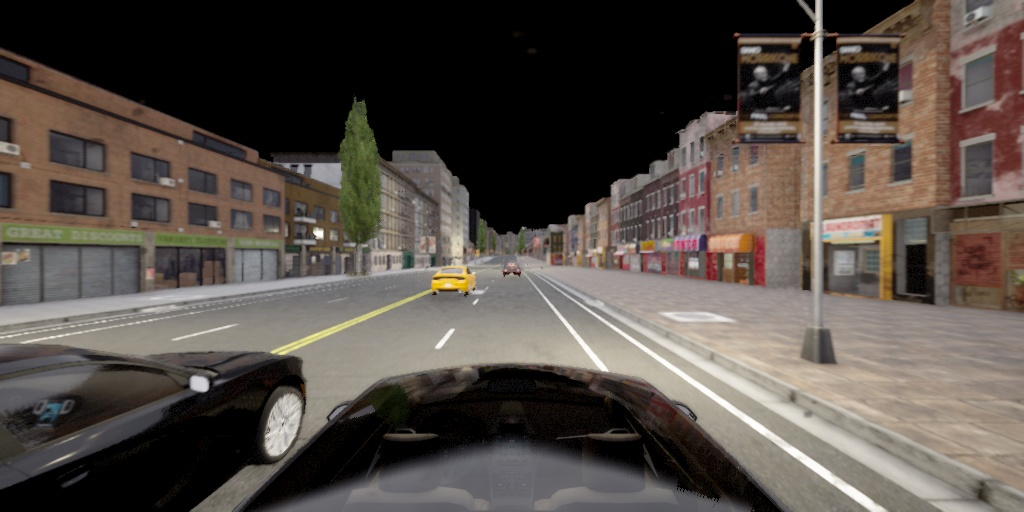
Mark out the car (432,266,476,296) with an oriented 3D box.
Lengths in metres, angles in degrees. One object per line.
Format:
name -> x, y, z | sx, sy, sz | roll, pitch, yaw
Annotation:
car -> -3.156, 1.306, 20.153 | 1.882, 1.535, 5.008 | 0, 0, 0

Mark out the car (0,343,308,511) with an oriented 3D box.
car -> -3.150, 1.229, 1.895 | 1.882, 1.535, 5.008 | 0, 0, 0

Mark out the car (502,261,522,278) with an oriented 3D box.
car -> -0.008, 1.442, 36.495 | 1.895, 1.301, 4.718 | 0, 0, 0
